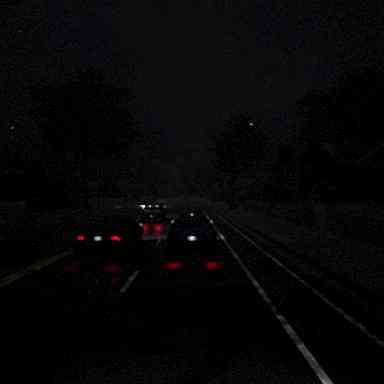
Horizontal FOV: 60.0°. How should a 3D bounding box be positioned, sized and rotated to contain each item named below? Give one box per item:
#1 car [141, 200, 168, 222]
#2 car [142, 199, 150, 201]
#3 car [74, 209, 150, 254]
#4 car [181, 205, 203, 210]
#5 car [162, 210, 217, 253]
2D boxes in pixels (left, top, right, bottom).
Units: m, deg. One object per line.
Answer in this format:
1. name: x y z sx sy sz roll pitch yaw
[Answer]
1. car: -3.251 1.767 29.297 2.128 1.511 4.902 0 0 0
2. car: -9.765 2.220 71.772 1.994 1.385 4.181 0 -1 0
3. car: -3.251 1.679 13.991 2.033 1.411 5.357 0 -1 0
4. car: 0.001 1.839 29.303 1.994 1.385 4.181 0 0 0
5. car: 0.003 1.699 14.309 1.994 1.385 4.181 0 0 0
